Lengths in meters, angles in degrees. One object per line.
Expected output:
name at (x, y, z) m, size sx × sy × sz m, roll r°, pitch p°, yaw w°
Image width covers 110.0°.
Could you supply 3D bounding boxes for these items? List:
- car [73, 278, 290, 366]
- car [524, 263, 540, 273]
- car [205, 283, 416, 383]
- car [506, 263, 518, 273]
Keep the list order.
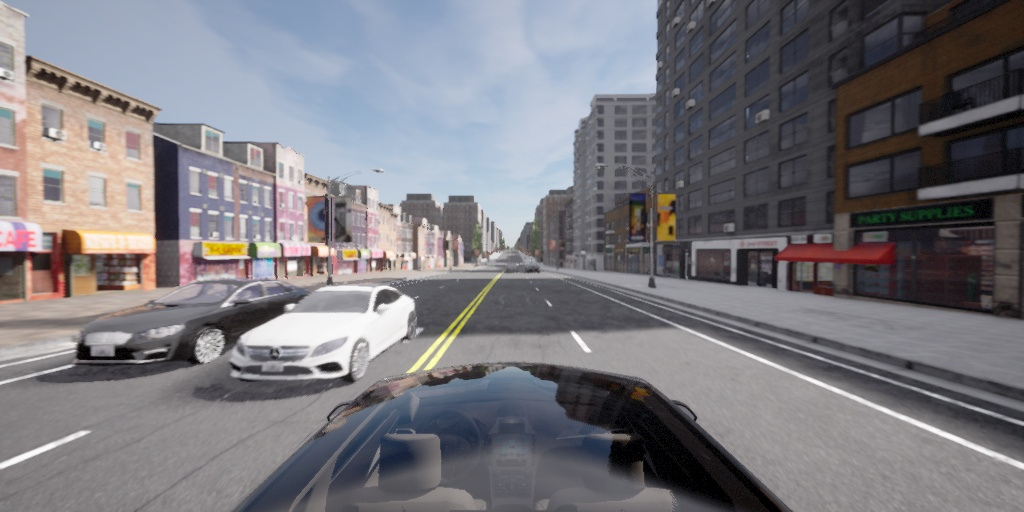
car at (-6.550, 1.284, 8.203) m, size 2.128 × 1.511 × 4.902 m, roll 0°, pitch 0°, yaw 0°
car at (3.262, 1.900, 55.587) m, size 1.837 × 1.490 × 4.892 m, roll 0°, pitch -1°, yaw 0°
car at (-3.311, 1.311, 7.327) m, size 1.812 × 1.442 × 4.674 m, roll 0°, pitch -1°, yaw 1°
car at (0.012, 1.887, 55.585) m, size 2.128 × 1.511 × 4.902 m, roll 0°, pitch -1°, yaw 0°
